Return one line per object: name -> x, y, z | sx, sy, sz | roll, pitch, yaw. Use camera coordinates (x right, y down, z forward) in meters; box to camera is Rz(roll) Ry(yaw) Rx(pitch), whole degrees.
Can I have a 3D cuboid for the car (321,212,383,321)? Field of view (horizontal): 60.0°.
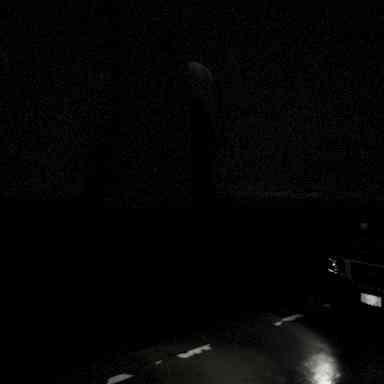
car -> 4.919, 1.201, 6.551 | 5.566, 2.045, 2.150 | -1, 1, -35
